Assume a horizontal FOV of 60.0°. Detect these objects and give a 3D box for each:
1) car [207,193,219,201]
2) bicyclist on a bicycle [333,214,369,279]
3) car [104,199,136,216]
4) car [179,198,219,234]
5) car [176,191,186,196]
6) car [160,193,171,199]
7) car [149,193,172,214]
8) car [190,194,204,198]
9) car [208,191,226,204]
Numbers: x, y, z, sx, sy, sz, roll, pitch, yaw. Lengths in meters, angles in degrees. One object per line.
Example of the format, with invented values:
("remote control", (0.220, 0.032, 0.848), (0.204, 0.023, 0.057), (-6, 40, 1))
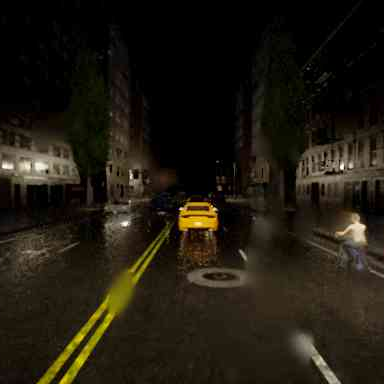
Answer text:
("car", (4.153, 0.927, 67.144), (2.128, 1.511, 4.902), (0, 1, 1))
("bicyclist on a bicycle", (4.287, 1.377, 8.831), (0.866, 1.612, 1.509), (0, 0, 0))
("car", (-6.215, 1.325, 29.195), (1.895, 1.301, 4.718), (0, 0, 1))
("car", (0.333, 1.323, 18.136), (1.882, 1.535, 5.008), (0, 1, 1))
("car", (-2.279, 0.452, 72.097), (1.882, 1.535, 5.008), (0, 1, 1))
("car", (-5.553, 0.830, 70.446), (1.895, 1.301, 4.718), (0, 1, 1))
("car", (-2.928, 1.193, 31.675), (1.882, 1.535, 5.008), (0, 1, 1))
("car", (0.725, 1.074, 46.831), (1.882, 1.535, 5.008), (0, 0, 1))
("car", (4.051, 0.781, 52.339), (2.150, 2.045, 5.566), (0, 0, 1))
